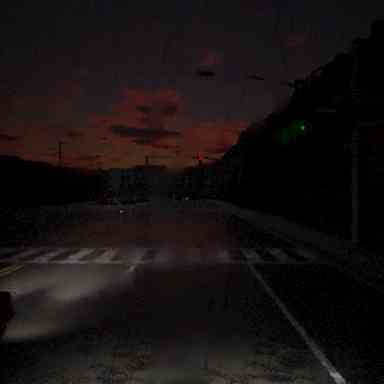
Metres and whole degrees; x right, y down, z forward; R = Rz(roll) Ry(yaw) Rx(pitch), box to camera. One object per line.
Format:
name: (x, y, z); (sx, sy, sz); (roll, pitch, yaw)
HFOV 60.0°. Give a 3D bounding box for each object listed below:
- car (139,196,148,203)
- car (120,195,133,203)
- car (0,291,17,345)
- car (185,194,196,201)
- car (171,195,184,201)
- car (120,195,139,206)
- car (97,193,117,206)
car: (-10.484, 1.552, 70.022); (1.895, 1.301, 4.718); (0, 0, 0)
car: (-13.984, 1.456, 70.965); (1.837, 1.490, 4.892); (0, 0, 0)
car: (-3.435, 1.599, 2.591); (1.895, 1.301, 4.718); (0, 0, 0)
car: (-0.010, 1.468, 81.279); (2.128, 1.511, 4.902); (0, 0, -3)
car: (-3.499, 1.544, 80.343); (1.895, 1.301, 4.718); (0, 0, -3)
car: (-10.541, 1.491, 55.201); (1.812, 1.442, 4.674); (0, 0, 1)
car: (-14.032, 1.188, 55.518); (2.150, 2.045, 5.566); (0, 0, 1)
